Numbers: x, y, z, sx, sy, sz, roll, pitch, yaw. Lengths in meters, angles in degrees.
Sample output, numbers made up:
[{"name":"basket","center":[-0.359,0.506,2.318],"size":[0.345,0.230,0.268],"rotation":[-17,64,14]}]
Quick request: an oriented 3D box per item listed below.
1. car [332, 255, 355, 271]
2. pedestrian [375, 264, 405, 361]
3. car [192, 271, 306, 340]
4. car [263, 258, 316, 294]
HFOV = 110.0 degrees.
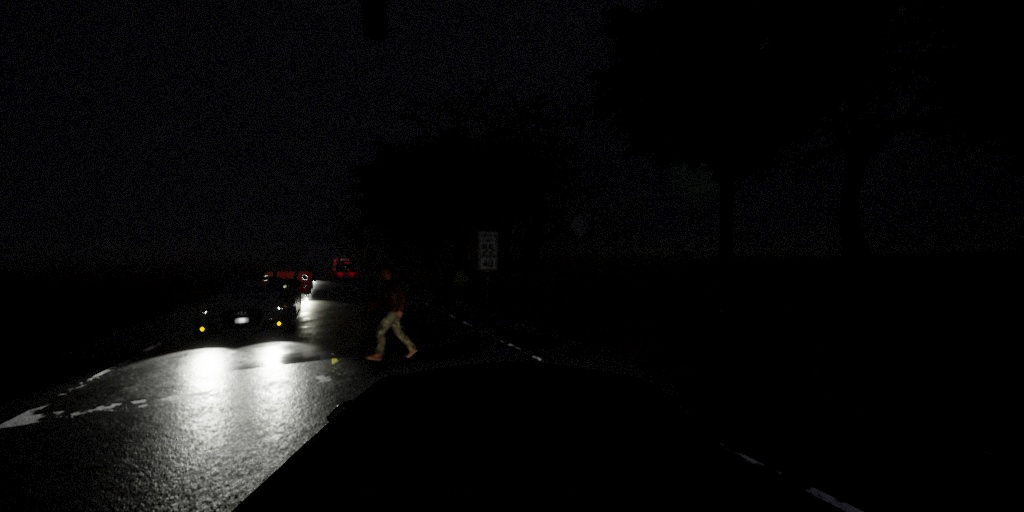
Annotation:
[{"name":"car","center":[-19.075,0.945,40.922],"size":[2.128,1.511,4.902],"rotation":[0,0,-27]},{"name":"pedestrian","center":[-2.295,1.038,6.757],"size":[0.375,1.860,0.375],"rotation":[-1,1,-27]},{"name":"car","center":[-7.091,1.290,9.986],"size":[1.994,1.385,4.181],"rotation":[0,0,-27]},{"name":"car","center":[-11.659,1.025,18.769],"size":[2.097,1.767,4.553],"rotation":[0,0,-27]}]
